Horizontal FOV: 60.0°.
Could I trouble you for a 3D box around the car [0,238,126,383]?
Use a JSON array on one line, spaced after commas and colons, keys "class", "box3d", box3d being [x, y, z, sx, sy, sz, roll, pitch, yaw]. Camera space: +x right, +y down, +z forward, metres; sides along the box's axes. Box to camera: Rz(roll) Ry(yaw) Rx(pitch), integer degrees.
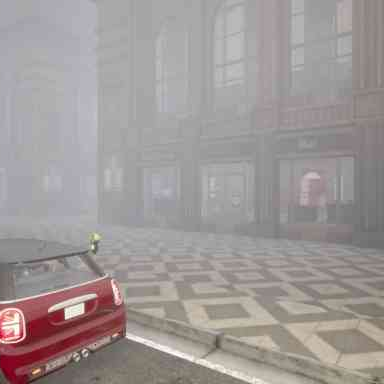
[{"class": "car", "box3d": [-2.974, 1.440, 5.086, 4.097, 1.590, 1.967, 0, 0, 36]}]
